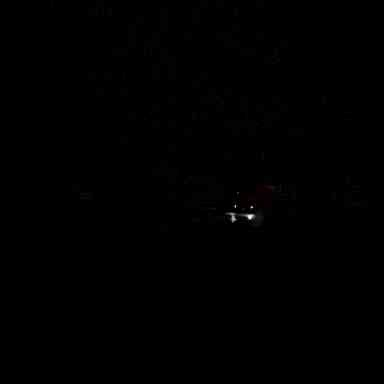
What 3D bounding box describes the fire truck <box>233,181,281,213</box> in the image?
[{"bbox_3d":[8.394,0.593,41.913,2.891,3.827,8.468,2,0,35],"label":"fire truck"}]
